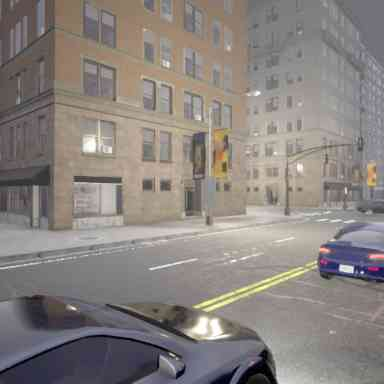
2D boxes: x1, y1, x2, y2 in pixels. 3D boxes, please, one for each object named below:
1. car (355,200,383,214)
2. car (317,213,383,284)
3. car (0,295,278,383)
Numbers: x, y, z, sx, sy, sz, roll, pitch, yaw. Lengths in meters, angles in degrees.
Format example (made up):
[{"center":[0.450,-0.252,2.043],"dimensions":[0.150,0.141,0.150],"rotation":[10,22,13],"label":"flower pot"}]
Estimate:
[{"center":[18.347,1.514,31.855],"dimensions":[4.892,1.490,1.837],"rotation":[1,1,16],"label":"car"},{"center":[4.977,1.528,9.007],"dimensions":[1.812,1.442,4.674],"rotation":[0,0,43],"label":"car"},{"center":[-1.046,1.564,2.565],"dimensions":[1.994,1.385,4.181],"rotation":[0,0,43],"label":"car"}]
